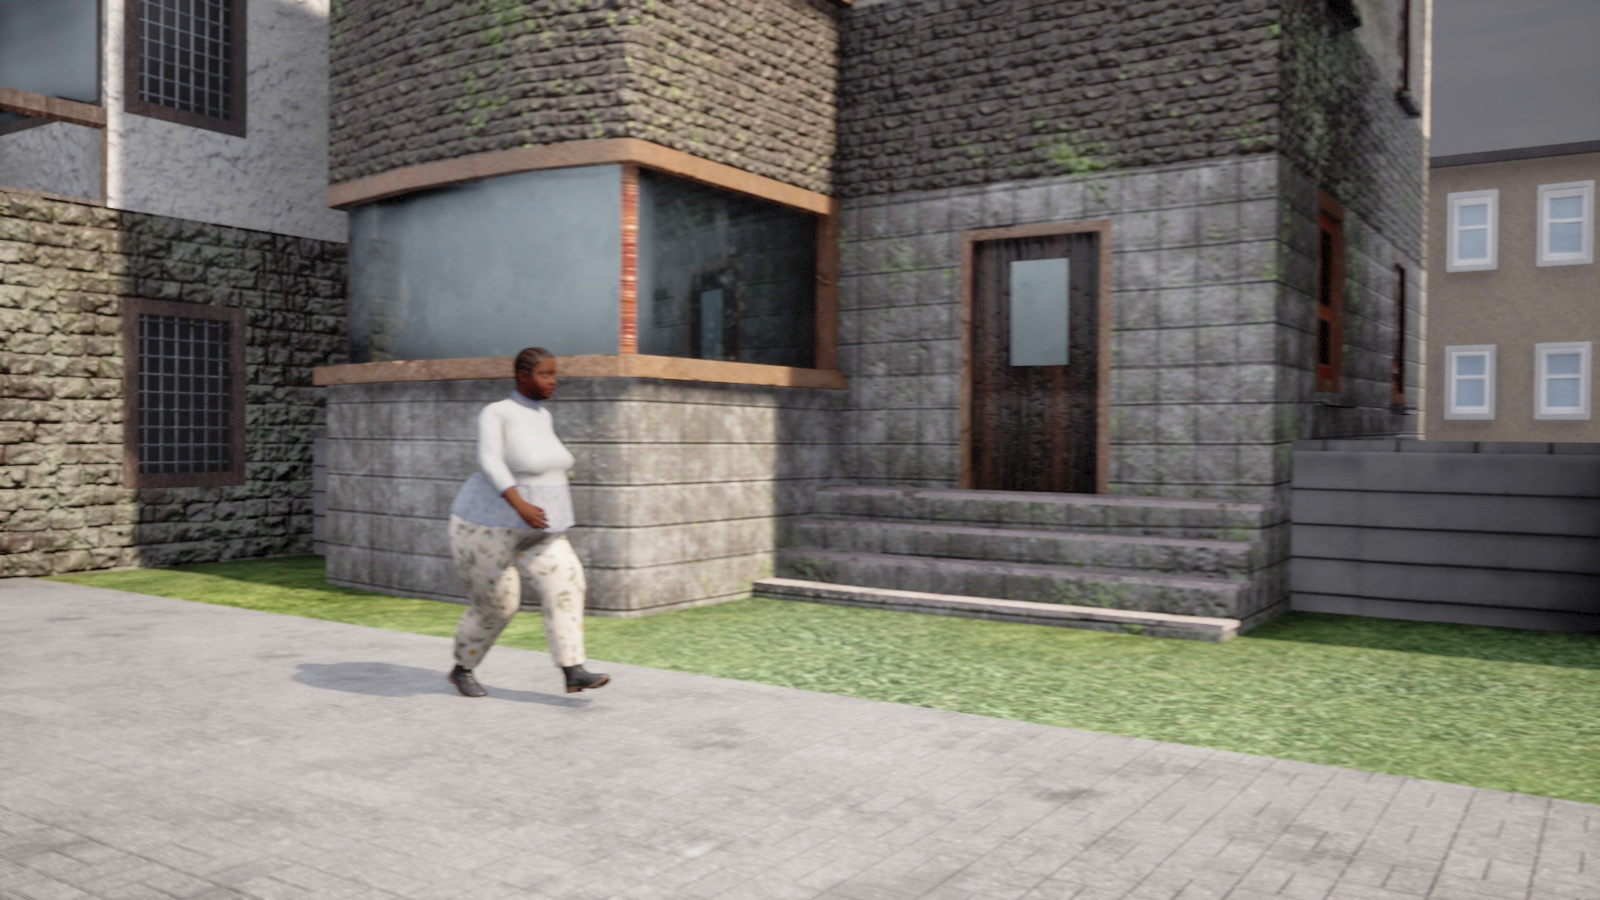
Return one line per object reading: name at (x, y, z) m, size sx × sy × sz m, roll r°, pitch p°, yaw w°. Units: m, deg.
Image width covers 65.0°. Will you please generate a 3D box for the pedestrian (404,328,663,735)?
pedestrian at (-1.320, 0.367, 6.312) m, size 0.900 × 1.855 × 0.874 m, roll 0°, pitch 1°, yaw 29°
